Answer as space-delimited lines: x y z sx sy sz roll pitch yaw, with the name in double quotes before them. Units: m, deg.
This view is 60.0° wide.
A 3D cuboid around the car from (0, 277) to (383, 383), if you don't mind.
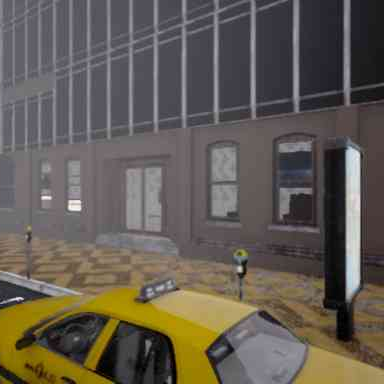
"car" -0.540 1.525 3.257 4.829 1.417 1.752 0 0 35
